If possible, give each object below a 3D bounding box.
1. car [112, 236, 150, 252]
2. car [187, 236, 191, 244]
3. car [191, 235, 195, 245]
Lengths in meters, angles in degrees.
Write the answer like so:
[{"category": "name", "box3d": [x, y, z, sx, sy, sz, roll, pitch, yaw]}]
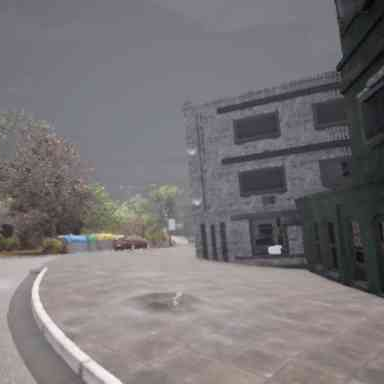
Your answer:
[{"category": "car", "box3d": [-5.925, 5.099, 33.161, 1.882, 1.535, 5.008, -7, -10, 20]}, {"category": "car", "box3d": [0.215, 11.919, 83.506, 2.150, 2.045, 5.566, -4, -6, -11]}, {"category": "car", "box3d": [1.649, 8.704, 59.736, 2.150, 2.045, 5.566, -6, -9, 6]}]
